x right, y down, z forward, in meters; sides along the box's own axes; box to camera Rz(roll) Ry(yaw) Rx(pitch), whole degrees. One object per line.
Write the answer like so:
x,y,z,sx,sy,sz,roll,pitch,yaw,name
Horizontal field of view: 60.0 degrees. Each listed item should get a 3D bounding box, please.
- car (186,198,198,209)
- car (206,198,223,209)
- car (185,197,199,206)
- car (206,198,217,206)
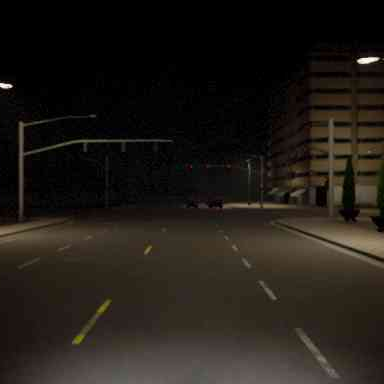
0.010,1.814,50.728,1.895,1.301,4.718,0,0,0,car
3.511,1.689,50.291,1.882,1.535,5.008,0,0,0,car
0.081,1.747,60.695,2.128,1.511,4.902,0,0,5,car
3.580,1.780,60.665,1.812,1.442,4.674,0,0,5,car
